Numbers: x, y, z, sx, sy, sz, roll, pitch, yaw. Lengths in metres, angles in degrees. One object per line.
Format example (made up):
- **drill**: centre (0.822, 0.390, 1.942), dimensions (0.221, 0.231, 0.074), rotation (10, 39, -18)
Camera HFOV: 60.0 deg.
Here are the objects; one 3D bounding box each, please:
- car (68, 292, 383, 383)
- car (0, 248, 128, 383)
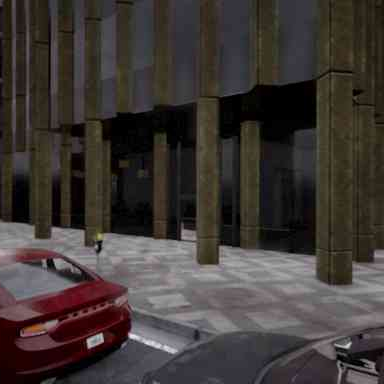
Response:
- **car**: centre (1.517, 1.551, 1.876), dimensions (4.403, 1.369, 2.008), rotation (0, 0, 36)
- **car**: centre (-2.898, 1.536, 5.051), dimensions (4.507, 1.381, 1.887), rotation (0, 0, 36)
